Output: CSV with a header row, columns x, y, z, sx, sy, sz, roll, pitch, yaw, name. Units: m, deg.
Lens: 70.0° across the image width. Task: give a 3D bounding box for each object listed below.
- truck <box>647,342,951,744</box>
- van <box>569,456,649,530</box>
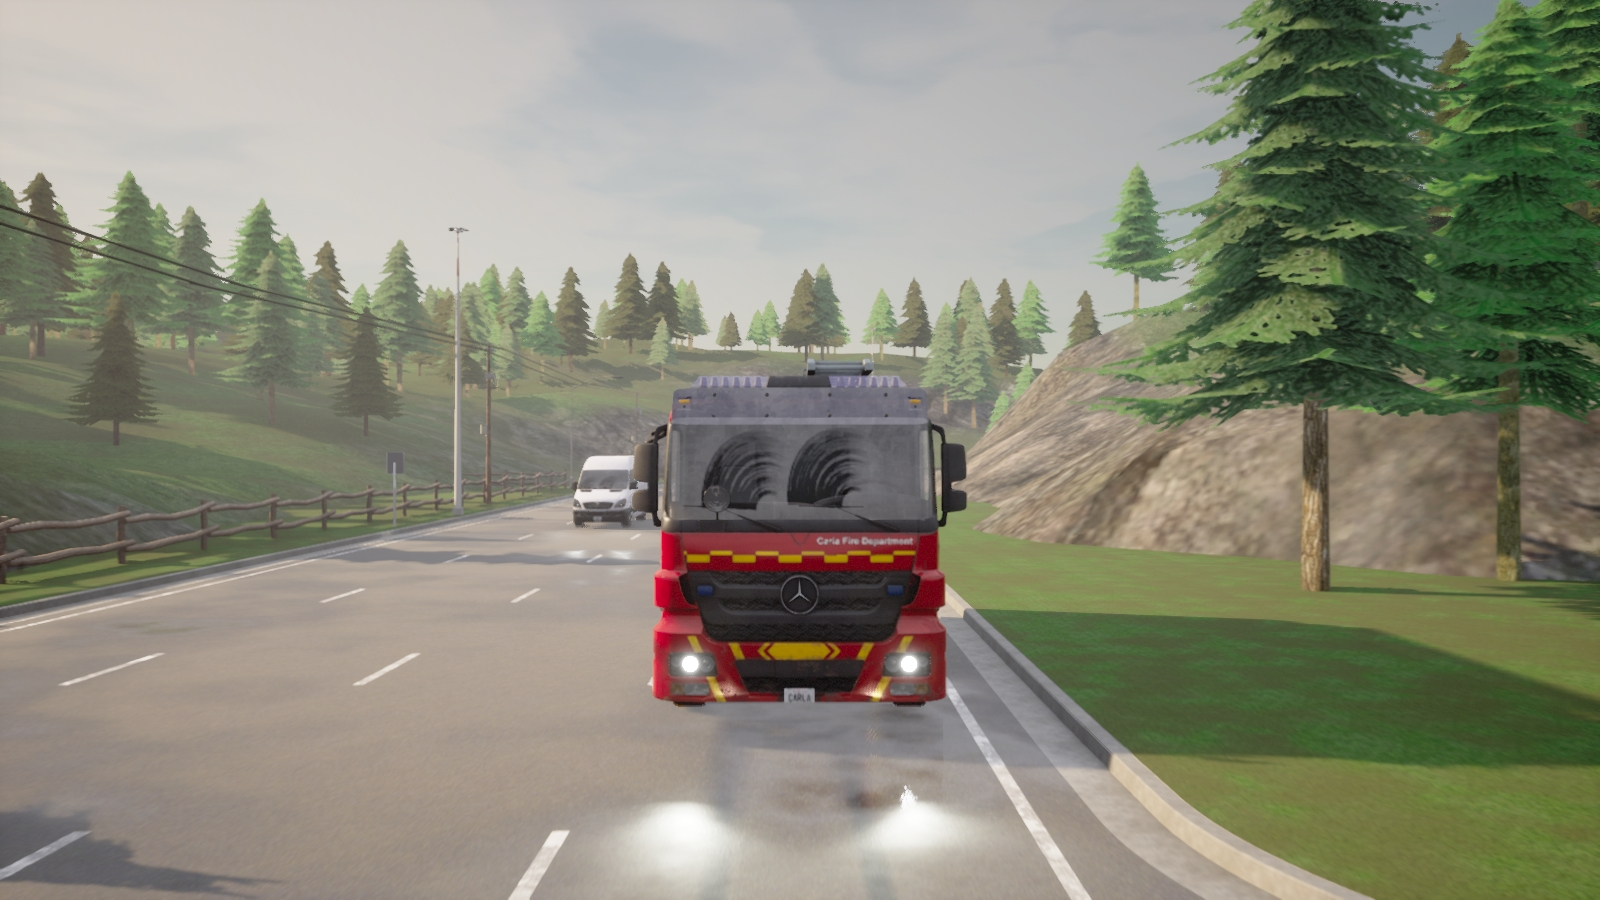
x,y,z,sx,sy,sz,roll,pitch,yaw,name
-0.008,0.878,15.099,2.891,3.827,8.468,0,0,0,truck
-7.013,1.504,42.482,1.988,2.561,5.915,0,0,0,van
